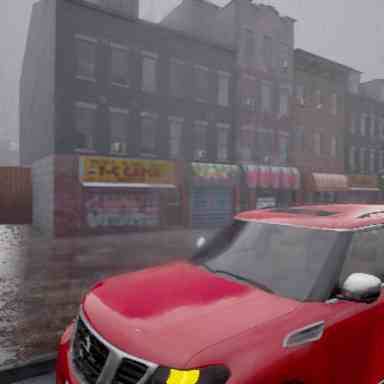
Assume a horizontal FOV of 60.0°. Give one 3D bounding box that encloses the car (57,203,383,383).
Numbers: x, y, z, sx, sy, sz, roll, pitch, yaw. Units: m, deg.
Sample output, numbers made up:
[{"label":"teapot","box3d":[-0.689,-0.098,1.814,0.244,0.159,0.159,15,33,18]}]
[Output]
[{"label":"car","box3d":[1.415,1.199,3.989,5.566,2.045,2.150,0,1,-33]}]
